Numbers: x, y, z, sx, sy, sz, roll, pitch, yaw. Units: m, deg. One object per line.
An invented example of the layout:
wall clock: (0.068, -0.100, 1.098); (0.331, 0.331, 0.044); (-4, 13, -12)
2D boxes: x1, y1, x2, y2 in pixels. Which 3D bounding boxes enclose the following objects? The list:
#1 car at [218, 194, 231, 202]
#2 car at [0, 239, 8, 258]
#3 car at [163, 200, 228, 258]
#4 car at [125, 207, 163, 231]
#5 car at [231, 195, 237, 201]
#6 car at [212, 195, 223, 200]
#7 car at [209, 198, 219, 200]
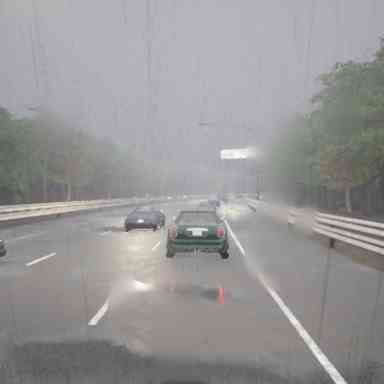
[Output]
car: (6.728, 1.345, 72.631); (2.150, 2.045, 5.566); (0, 0, 10)
car: (-6.809, 1.554, 8.096); (2.033, 1.411, 5.357); (0, 0, 1)
car: (0.251, 1.385, 13.096); (2.097, 1.767, 4.553); (0, 0, 2)
car: (-2.811, 1.607, 20.794); (1.994, 1.385, 4.181); (0, 0, 3)
car: (10.228, 1.729, 89.918); (1.895, 1.301, 4.718); (0, 0, 13)
car: (3.414, 1.575, 51.302); (1.882, 1.535, 5.008); (0, 0, 7)
car: (1.507, 1.635, 33.811); (1.994, 1.385, 4.181); (0, 0, 5)
